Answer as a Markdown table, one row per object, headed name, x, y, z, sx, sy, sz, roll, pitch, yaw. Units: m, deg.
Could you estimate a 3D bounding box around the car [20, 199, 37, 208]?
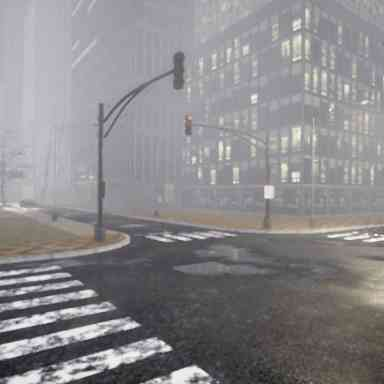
| name | x | y | z | sx | sy | sz | roll | pitch | yaw |
| --- | --- | --- | --- | --- | --- | --- | --- | --- | --- |
| car | -25.362 | 1.714 | 51.608 | 1.895 | 1.301 | 4.718 | 1 | 0 | -35 |
